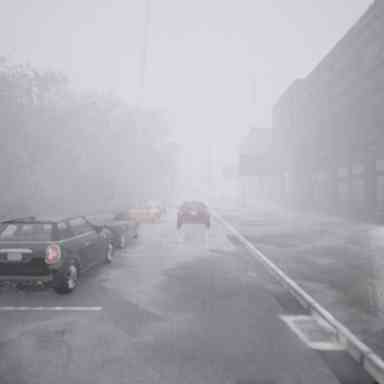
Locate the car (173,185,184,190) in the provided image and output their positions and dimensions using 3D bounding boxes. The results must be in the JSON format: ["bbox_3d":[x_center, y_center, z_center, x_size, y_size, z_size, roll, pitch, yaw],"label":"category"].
[{"bbox_3d":[-3.655,-0.111,73.250,2.185,1.767,4.553,0,3,2],"label":"car"}]

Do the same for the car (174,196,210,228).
[{"bbox_3d":[0.100,1.370,22.557,2.097,1.767,4.553,0,0,0],"label":"car"}]

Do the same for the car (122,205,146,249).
[{"bbox_3d":[-3.662,1.557,14.744,2.163,1.488,4.792,-1,0,2],"label":"car"}]

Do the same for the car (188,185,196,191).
[{"bbox_3d":[-0.001,-1.031,88.739,2.033,1.411,5.357,0,4,0],"label":"car"}]

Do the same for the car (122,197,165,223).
[{"bbox_3d":[-3.644,1.494,25.991,1.946,1.575,5.366,0,1,2],"label":"car"}]

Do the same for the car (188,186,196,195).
[{"bbox_3d":[-0.001,-0.234,76.610,1.882,1.535,5.008,0,3,0],"label":"car"}]

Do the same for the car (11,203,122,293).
[{"bbox_3d":[-3.652,1.372,9.139,2.185,1.767,4.553,0,0,2],"label":"car"}]

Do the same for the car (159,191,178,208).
[{"bbox_3d":[-3.628,1.146,45.385,2.185,1.767,4.553,2,2,2],"label":"car"}]

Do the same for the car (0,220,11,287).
[{"bbox_3d":[-3.650,1.231,1.486,2.435,2.045,5.566,0,0,2],"label":"car"}]

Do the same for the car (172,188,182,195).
[{"bbox_3d":[-3.635,0.644,62.138,2.231,1.521,4.892,1,3,2],"label":"car"}]

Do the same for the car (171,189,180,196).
[{"bbox_3d":[-3.631,0.889,56.404,1.946,1.575,5.366,1,2,2],"label":"car"}]

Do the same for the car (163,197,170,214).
[{"bbox_3d":[-3.651,1.523,32.128,2.002,1.452,4.674,0,0,2],"label":"car"}]

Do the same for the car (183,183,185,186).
[{"bbox_3d":[-3.654,-0.659,84.405,2.231,1.521,4.892,0,3,2],"label":"car"}]

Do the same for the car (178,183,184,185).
[{"bbox_3d":[-3.655,-0.447,78.811,2.185,1.767,4.553,0,3,2],"label":"car"}]
